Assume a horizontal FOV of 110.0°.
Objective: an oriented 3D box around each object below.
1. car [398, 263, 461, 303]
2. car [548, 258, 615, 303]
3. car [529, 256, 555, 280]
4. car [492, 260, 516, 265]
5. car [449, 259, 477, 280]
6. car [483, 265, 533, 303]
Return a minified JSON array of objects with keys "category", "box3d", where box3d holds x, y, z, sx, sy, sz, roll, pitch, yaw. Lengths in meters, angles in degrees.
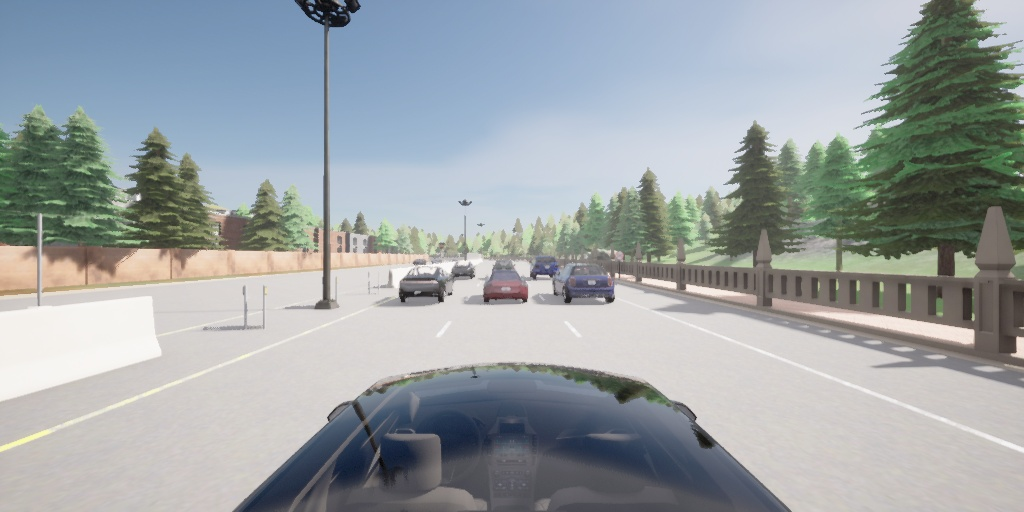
[{"category":"car","box3d":[-3.813,1.242,16.558,2.128,1.511,4.902,0,0,-2]},{"category":"car","box3d":[3.183,1.113,16.777,2.097,1.767,4.553,0,0,-2]},{"category":"car","box3d":[2.790,1.005,31.724,2.150,2.045,5.566,0,0,-1]},{"category":"car","box3d":[-0.708,1.114,31.583,2.097,1.767,4.553,0,0,-1]},{"category":"car","box3d":[-4.207,1.242,31.531,2.128,1.511,4.902,0,0,-1]},{"category":"car","box3d":[-0.316,1.320,16.683,1.994,1.385,4.181,0,0,-2]}]
